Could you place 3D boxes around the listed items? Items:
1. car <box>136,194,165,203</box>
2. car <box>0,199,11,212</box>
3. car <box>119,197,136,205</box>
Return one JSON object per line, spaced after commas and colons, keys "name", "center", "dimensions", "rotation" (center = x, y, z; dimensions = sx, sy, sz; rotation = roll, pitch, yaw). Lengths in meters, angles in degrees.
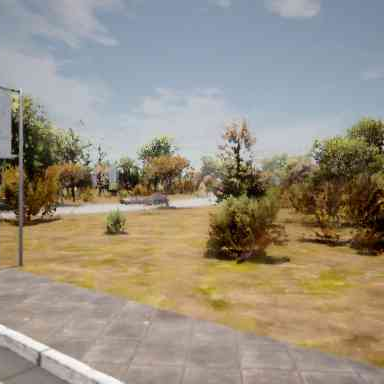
{"name": "car", "center": [-6.319, 1.174, 54.176], "dimensions": [2.097, 1.767, 4.553], "rotation": [0, 1, 39]}
{"name": "car", "center": [-20.884, 1.484, 36.026], "dimensions": [1.837, 1.490, 4.892], "rotation": [0, 0, 39]}
{"name": "car", "center": [-9.871, 1.441, 55.341], "dimensions": [1.895, 1.301, 4.718], "rotation": [0, 1, 39]}
